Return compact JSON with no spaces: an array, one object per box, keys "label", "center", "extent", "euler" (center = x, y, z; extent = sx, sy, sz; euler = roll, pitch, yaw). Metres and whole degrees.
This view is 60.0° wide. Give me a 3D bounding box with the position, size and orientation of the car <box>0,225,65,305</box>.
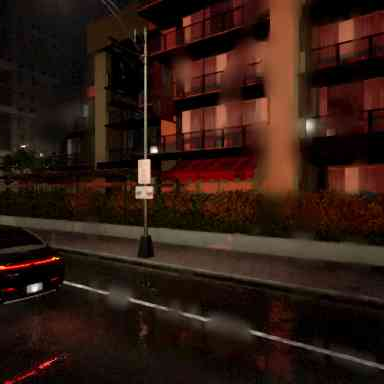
[{"label":"car","center":[-4.857,1.505,7.484],"extent":[4.892,1.490,1.837],"euler":[0,0,35]}]
